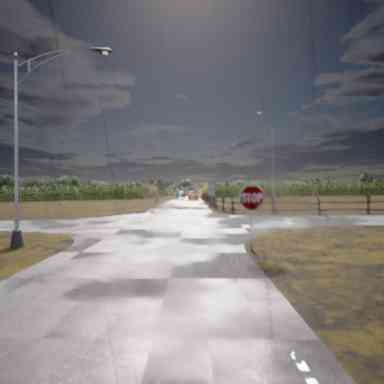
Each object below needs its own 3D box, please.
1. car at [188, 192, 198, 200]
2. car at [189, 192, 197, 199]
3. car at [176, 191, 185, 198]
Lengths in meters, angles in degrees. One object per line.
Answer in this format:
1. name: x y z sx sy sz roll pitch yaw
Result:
1. car: 0.241 0.793 68.239 2.097 1.767 4.553 0 0 0
2. car: 0.276 0.738 78.276 1.837 1.490 4.892 0 0 0
3. car: -2.494 0.562 72.448 2.128 1.511 4.902 0 0 0
